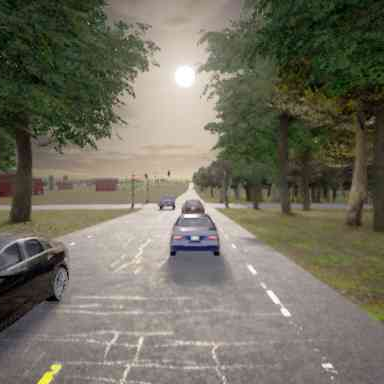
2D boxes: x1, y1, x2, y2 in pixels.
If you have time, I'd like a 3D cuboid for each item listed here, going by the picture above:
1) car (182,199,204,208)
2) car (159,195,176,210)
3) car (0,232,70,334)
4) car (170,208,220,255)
[{"bbox_3d":[0.096,1.458,31.118,2.097,1.767,4.553,0,0,0],"label":"car"},{"bbox_3d":[-3.506,1.434,48.056,2.150,2.045,5.566,0,0,0],"label":"car"},{"bbox_3d":[-3.600,1.499,5.465,2.128,1.511,4.902,0,0,0],"label":"car"},{"bbox_3d":[0.097,1.573,13.457,2.033,1.411,5.357,0,0,0],"label":"car"}]
